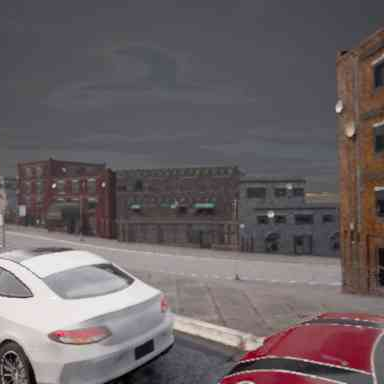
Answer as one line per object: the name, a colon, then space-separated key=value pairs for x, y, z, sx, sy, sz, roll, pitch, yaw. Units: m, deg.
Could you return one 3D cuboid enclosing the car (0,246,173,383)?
car: x=-2.392 y=1.563 z=4.958 sx=4.674 sy=1.452 sz=2.002 roll=-1 pitch=0 yaw=35
